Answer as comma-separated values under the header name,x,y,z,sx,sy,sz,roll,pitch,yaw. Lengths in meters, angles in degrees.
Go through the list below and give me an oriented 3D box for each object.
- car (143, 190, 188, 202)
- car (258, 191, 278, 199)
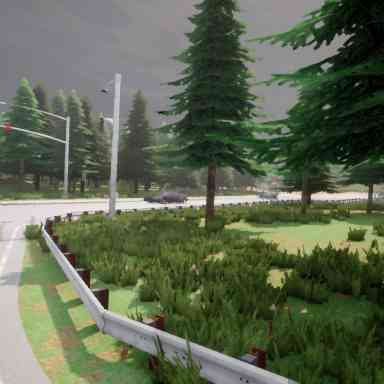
name,x,y,z,sx,sy,sz,roll,pitch,yaw
car,-2.632,0.541,34.964,2.033,1.411,5.357,5,3,39
car,12.360,0.497,53.958,1.812,1.442,4.674,5,3,37
